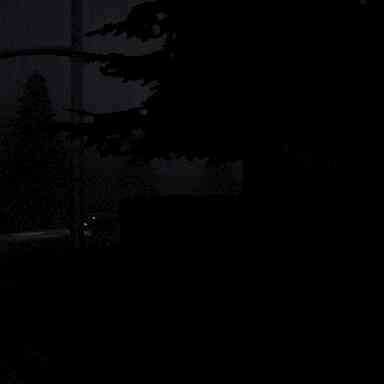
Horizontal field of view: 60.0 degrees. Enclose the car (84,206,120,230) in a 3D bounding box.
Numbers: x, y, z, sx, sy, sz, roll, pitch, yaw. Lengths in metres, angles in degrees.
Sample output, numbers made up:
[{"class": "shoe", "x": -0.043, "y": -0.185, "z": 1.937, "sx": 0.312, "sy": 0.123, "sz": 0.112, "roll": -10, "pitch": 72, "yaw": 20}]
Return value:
[{"class": "car", "x": -4.994, "y": 1.586, "z": 21.389, "sx": 1.895, "sy": 1.301, "sz": 4.718, "roll": 0, "pitch": 0, "yaw": 36}]
